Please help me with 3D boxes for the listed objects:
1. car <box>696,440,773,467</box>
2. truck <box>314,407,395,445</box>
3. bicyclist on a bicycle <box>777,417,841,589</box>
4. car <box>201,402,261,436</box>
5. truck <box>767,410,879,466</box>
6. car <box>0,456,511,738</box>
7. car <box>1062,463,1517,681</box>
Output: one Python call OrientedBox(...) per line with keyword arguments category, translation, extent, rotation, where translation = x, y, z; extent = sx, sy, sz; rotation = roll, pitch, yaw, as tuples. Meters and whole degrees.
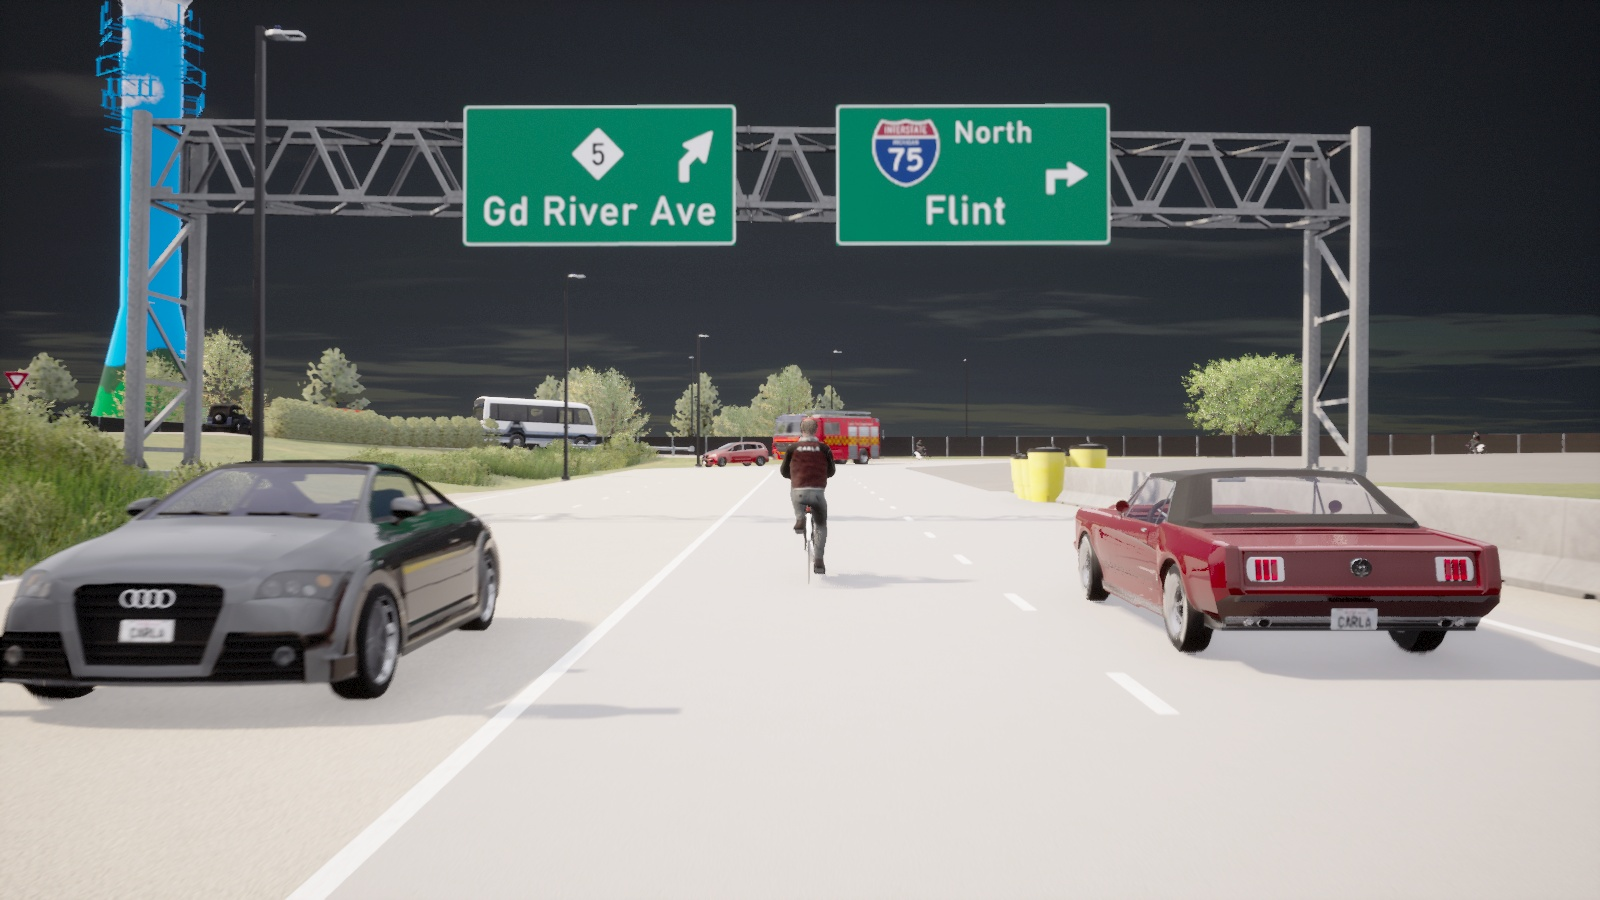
OrientedBox(category="car", translation=(-4.398, 0.224, 84.646), extent=(4.611, 1.667, 2.242), rotation=(-1, 0, -30))
OrientedBox(category="truck", translation=(-32.639, -1.705, 92.119), extent=(2.627, 2.467, 5.204), rotation=(0, -2, 27))
OrientedBox(category="bicyclist on a bicycle", translation=(0.096, 0.539, 13.896), extent=(0.659, 1.776, 1.843), rotation=(0, 1, 0))
OrientedBox(category="car", translation=(-35.671, -1.920, 78.810), extent=(1.905, 1.878, 3.866), rotation=(0, -2, 1))
OrientedBox(category="truck", translation=(1.703, -0.832, 89.034), extent=(2.891, 3.827, 8.468), rotation=(0, 0, 44))
OrientedBox(category="car", translation=(-3.435, 0.756, 8.470), extent=(1.994, 1.385, 4.181), rotation=(0, 0, 0))
OrientedBox(category="car", translation=(3.575, 0.792, 10.270), extent=(1.895, 1.301, 4.718), rotation=(0, 0, 0))
